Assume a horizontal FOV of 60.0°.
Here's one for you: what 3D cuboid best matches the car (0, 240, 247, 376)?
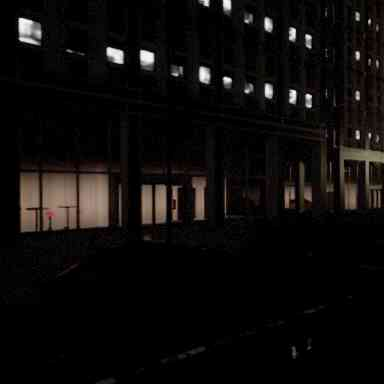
[{"bbox_3d":[-0.971,1.556,5.583,4.313,1.339,1.947,0,0,-35],"label":"car"}]
